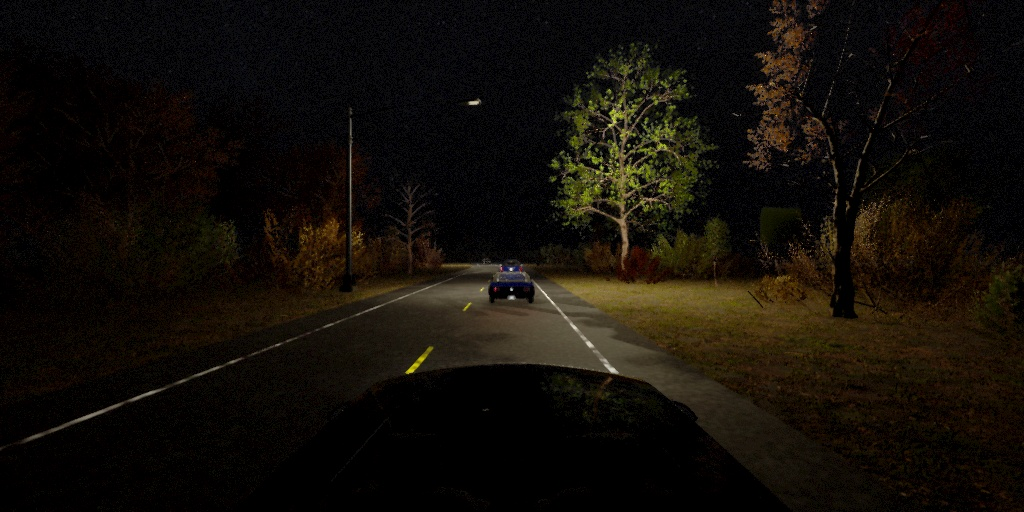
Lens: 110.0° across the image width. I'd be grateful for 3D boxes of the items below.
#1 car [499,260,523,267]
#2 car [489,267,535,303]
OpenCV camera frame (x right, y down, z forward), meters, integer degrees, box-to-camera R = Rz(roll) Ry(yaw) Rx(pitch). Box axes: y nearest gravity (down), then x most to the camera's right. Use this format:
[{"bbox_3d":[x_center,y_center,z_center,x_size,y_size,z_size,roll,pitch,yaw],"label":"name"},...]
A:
[{"bbox_3d":[-0.078,1.114,31.479,2.097,1.767,4.553,0,0,0],"label":"car"},{"bbox_3d":[-0.017,1.364,16.535,1.895,1.301,4.718,0,0,0],"label":"car"}]
